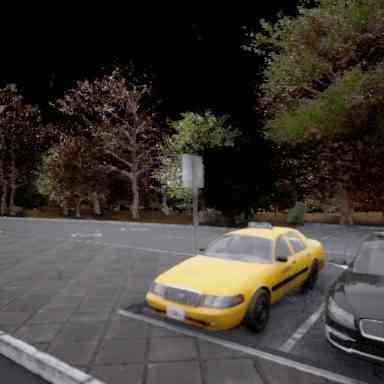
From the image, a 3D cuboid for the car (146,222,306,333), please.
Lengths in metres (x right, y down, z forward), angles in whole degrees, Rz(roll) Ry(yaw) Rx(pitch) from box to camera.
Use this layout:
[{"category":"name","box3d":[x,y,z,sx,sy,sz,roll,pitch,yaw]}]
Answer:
[{"category":"car","box3d":[1.324,1.459,7.114,1.946,1.575,5.366,0,0,36]}]

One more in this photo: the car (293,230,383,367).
[{"category":"car","box3d":[3.681,1.462,5.650,2.231,1.521,4.892,0,0,36]}]
